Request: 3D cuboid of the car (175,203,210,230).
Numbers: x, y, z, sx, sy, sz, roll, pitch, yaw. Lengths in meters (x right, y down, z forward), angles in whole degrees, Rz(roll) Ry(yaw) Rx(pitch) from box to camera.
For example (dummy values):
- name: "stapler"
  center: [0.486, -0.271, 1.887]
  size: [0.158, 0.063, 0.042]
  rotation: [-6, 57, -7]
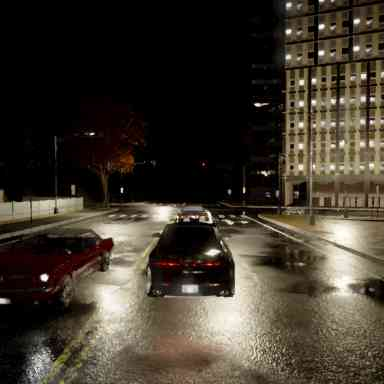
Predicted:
- name: "car"
  center: [0.039, 1.544, 22.349]
  size: [2.033, 1.411, 5.357]
  rotation: [0, 0, 0]

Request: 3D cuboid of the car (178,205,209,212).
- name: "car"
  center: [0.102, 1.486, 13.324]
  size: [2.128, 1.511, 4.902]
  rotation: [0, 0, 0]

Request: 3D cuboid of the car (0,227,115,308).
- name: "car"
  center: [-3.320, 1.598, 8.025]
  size: [1.895, 1.301, 4.718]
  rotation: [0, 0, 0]

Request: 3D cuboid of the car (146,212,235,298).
- name: "car"
  center: [-0.020, 1.502, 8.500]
  size: [1.837, 1.490, 4.892]
  rotation: [0, 0, 0]
